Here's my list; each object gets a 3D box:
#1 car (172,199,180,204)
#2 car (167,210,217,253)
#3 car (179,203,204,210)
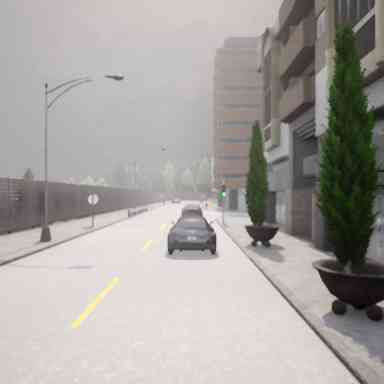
[{"bbox_3d":[-3.962,2.366,83.291,1.994,1.385,4.181,0,-1,0],"label":"car"},{"bbox_3d":[0.007,1.706,14.293,1.994,1.385,4.181,0,0,0],"label":"car"},{"bbox_3d":[0.010,1.796,29.293,1.837,1.490,4.892,0,0,0],"label":"car"}]
